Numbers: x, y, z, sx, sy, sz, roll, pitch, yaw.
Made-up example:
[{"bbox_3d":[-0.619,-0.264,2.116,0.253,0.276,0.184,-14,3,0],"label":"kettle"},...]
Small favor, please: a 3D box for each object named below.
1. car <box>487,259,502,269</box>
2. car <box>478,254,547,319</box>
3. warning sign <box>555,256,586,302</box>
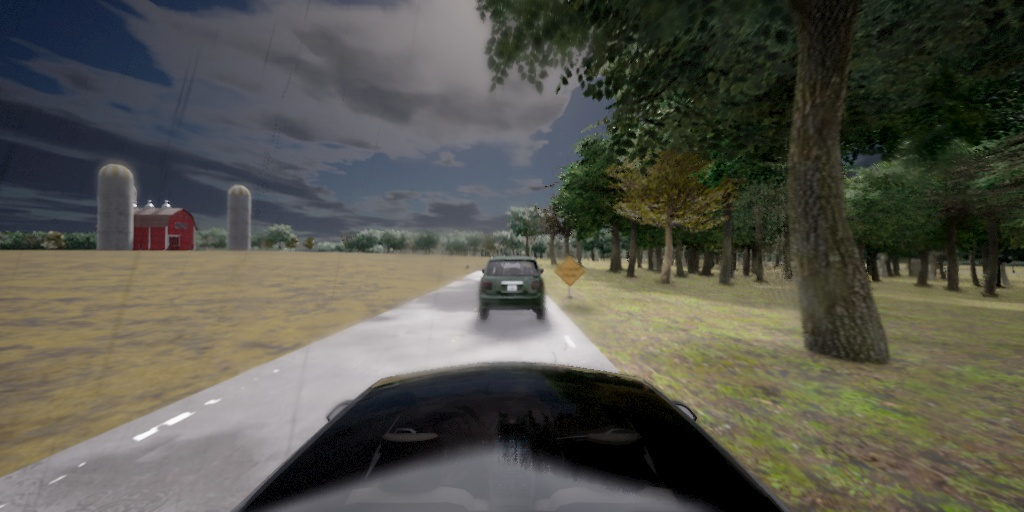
[{"bbox_3d":[-2.817,1.236,58.760,2.033,1.411,5.357,0,0,1],"label":"car"},{"bbox_3d":[0.031,1.033,13.201,2.150,2.045,5.566,0,0,1],"label":"car"},{"bbox_3d":[2.446,0.934,15.072,1.300,1.860,1.060,0,0,0],"label":"warning sign"}]
